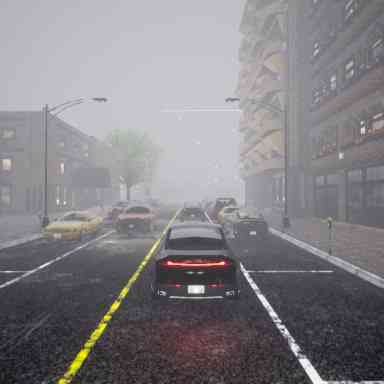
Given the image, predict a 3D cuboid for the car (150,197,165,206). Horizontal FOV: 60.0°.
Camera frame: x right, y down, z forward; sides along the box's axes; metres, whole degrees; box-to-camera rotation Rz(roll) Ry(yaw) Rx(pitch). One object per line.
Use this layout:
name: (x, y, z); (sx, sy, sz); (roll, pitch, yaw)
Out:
car: (-5.757, 1.583, 56.398); (2.008, 1.369, 4.403); (1, 0, 0)

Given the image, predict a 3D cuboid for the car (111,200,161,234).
car: (-3.140, 1.485, 19.692); (1.882, 1.535, 5.008); (0, 0, 0)

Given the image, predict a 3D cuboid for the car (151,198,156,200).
car: (-5.723, 1.601, 39.337); (1.802, 1.307, 4.206); (1, 0, 0)

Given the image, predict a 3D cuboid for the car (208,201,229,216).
car: (2.635, 1.597, 33.726); (1.802, 1.307, 4.206); (1, 0, 0)

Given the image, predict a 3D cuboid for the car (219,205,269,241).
car: (2.670, 1.557, 16.666); (2.008, 1.369, 4.403); (1, 0, 0)

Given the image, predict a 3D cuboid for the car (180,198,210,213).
car: (0.046, 1.502, 26.359); (2.128, 1.511, 4.902); (0, 0, 0)

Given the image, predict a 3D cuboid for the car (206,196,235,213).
car: (2.651, 1.327, 28.040); (2.192, 1.841, 5.009); (1, 0, 0)

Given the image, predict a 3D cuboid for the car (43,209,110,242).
car: (-5.676, 1.532, 16.421); (1.752, 1.417, 4.829); (1, 0, 0)

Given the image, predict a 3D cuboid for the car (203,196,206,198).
car: (2.612, 1.589, 45.099); (1.947, 1.339, 4.313); (1, 0, 0)

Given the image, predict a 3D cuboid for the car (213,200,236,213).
car: (2.658, 1.534, 22.522); (1.752, 1.417, 4.829); (1, 0, 0)

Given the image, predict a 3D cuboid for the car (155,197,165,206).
car: (-5.746, 1.594, 50.710); (1.947, 1.339, 4.313); (1, 0, 0)

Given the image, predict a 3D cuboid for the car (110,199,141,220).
car: (-5.698, 1.452, 27.963); (1.967, 1.590, 4.097); (1, 0, 0)

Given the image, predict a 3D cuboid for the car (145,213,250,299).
car: (0.081, 1.508, 8.421); (1.837, 1.490, 4.892); (0, 0, 0)

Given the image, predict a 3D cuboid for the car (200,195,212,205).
car: (2.627, 1.478, 62.156); (1.967, 1.590, 4.097); (1, 0, 0)

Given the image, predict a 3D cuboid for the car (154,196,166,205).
car: (-5.938, 1.563, 61.914); (1.752, 1.417, 4.829); (1, 0, 0)
